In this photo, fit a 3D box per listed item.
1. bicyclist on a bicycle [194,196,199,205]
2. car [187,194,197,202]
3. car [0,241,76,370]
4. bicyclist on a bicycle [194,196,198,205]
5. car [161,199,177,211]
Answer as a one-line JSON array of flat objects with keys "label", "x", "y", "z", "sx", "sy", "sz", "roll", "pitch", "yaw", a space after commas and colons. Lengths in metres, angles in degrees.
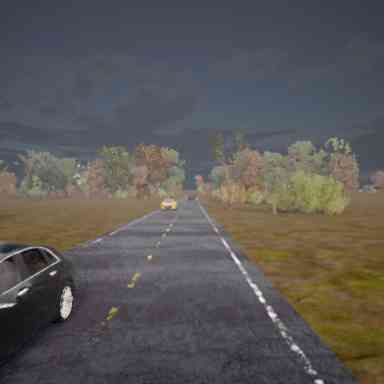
[{"label": "bicyclist on a bicycle", "x": 0.834, "y": 1.712, "z": 58.546, "sx": 0.866, "sy": 1.612, "sz": 1.509, "roll": 0, "pitch": -1, "yaw": -1}, {"label": "car", "x": 0.010, "y": 1.427, "z": 86.244, "sx": 2.150, "sy": 2.045, "sz": 5.566, "roll": 0, "pitch": 0, "yaw": 0}, {"label": "car", "x": -3.100, "y": 1.529, "z": 4.443, "sx": 1.837, "sy": 1.490, "sz": 4.892, "roll": 0, "pitch": 0, "yaw": 0}, {"label": "bicyclist on a bicycle", "x": 0.833, "y": 1.682, "z": 67.243, "sx": 0.659, "sy": 1.776, "sz": 1.843, "roll": 0, "pitch": -1, "yaw": 0}, {"label": "car", "x": -3.080, "y": 1.695, "z": 44.841, "sx": 1.882, "sy": 1.535, "sz": 5.008, "roll": 0, "pitch": 0, "yaw": 0}]
